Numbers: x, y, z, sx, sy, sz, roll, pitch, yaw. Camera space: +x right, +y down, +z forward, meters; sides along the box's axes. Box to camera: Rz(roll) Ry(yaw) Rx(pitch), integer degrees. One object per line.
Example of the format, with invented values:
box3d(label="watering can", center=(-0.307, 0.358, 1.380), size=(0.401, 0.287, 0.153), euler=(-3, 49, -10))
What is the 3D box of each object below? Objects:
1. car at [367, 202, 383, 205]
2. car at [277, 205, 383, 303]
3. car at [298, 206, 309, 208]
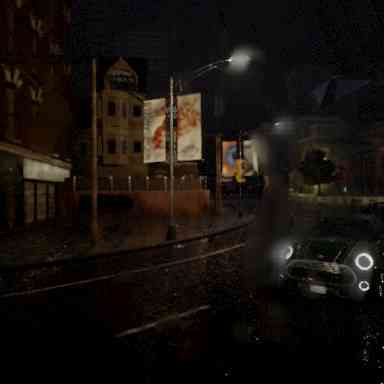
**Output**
box3d(label="car", center=(16.957, 1.626, 30.229), size=(1.994, 1.385, 4.181), euler=(0, 0, 9))
box3d(label="car", center=(3.905, 1.374, 8.510), size=(2.097, 1.767, 4.553), euler=(-1, 0, 38))
box3d(label="car", center=(7.644, 1.631, 22.119), size=(1.994, 1.385, 4.181), euler=(0, 0, 20))
